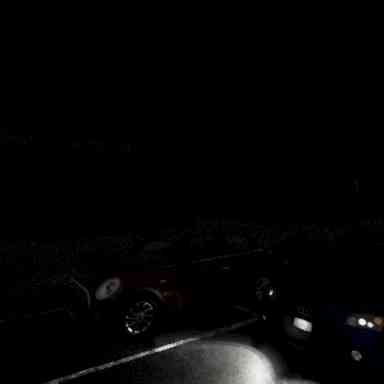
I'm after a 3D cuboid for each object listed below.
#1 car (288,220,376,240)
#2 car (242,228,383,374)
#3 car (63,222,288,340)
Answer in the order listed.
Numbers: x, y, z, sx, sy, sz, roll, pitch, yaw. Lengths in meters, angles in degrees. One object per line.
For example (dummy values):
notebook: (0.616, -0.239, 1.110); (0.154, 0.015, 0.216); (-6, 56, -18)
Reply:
car: (4.270, 1.561, 9.769); (4.507, 1.381, 1.887); (0, 1, -35)
car: (3.092, 1.575, 5.563); (4.181, 1.385, 1.994); (0, 0, -35)
car: (-0.318, 1.446, 6.515); (4.097, 1.590, 1.967); (0, 1, -35)
